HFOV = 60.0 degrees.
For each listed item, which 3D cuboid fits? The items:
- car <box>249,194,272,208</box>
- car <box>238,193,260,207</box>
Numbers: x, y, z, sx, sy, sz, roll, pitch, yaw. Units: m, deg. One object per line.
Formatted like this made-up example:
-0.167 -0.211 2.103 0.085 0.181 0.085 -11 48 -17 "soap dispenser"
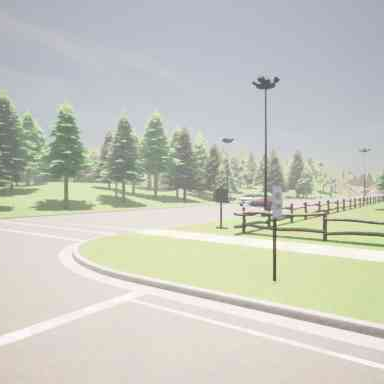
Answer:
10.587 1.478 48.023 1.882 1.535 5.008 0 0 35 "car"
9.287 1.224 52.235 2.150 2.045 5.566 0 0 36 "car"
